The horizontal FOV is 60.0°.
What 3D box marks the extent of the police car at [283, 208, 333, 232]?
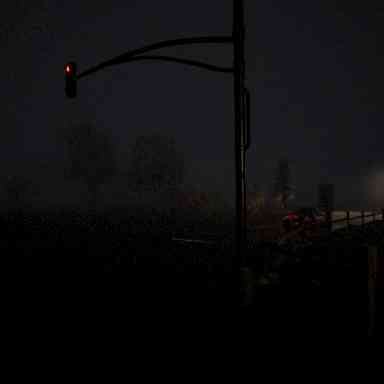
[{"bbox_3d":[8.165,1.879,22.955,2.038,1.542,4.974,-1,-2,40],"label":"police car"}]
